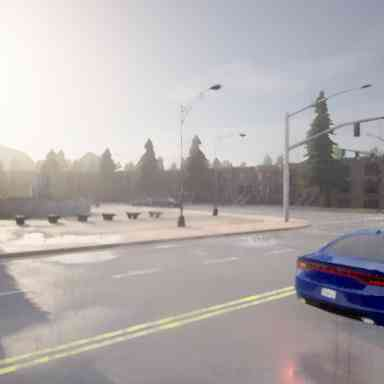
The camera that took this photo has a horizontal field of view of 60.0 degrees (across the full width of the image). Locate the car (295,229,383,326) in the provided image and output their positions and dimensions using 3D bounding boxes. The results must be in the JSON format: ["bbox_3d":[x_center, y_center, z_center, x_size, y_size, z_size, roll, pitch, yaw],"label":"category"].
[{"bbox_3d":[4.245,1.497,6.828,5.008,1.535,1.882,0,0,-35],"label":"car"}]

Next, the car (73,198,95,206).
[{"bbox_3d":[-18.443,1.652,55.001,4.718,1.301,1.895,0,0,16],"label":"car"}]

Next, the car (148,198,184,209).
[{"bbox_3d":[-3.307,1.541,46.338,5.008,1.535,1.882,0,0,40],"label":"car"}]

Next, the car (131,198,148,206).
[{"bbox_3d":[-7.297,1.614,53.621,5.357,1.411,2.033,0,0,31],"label":"car"}]
